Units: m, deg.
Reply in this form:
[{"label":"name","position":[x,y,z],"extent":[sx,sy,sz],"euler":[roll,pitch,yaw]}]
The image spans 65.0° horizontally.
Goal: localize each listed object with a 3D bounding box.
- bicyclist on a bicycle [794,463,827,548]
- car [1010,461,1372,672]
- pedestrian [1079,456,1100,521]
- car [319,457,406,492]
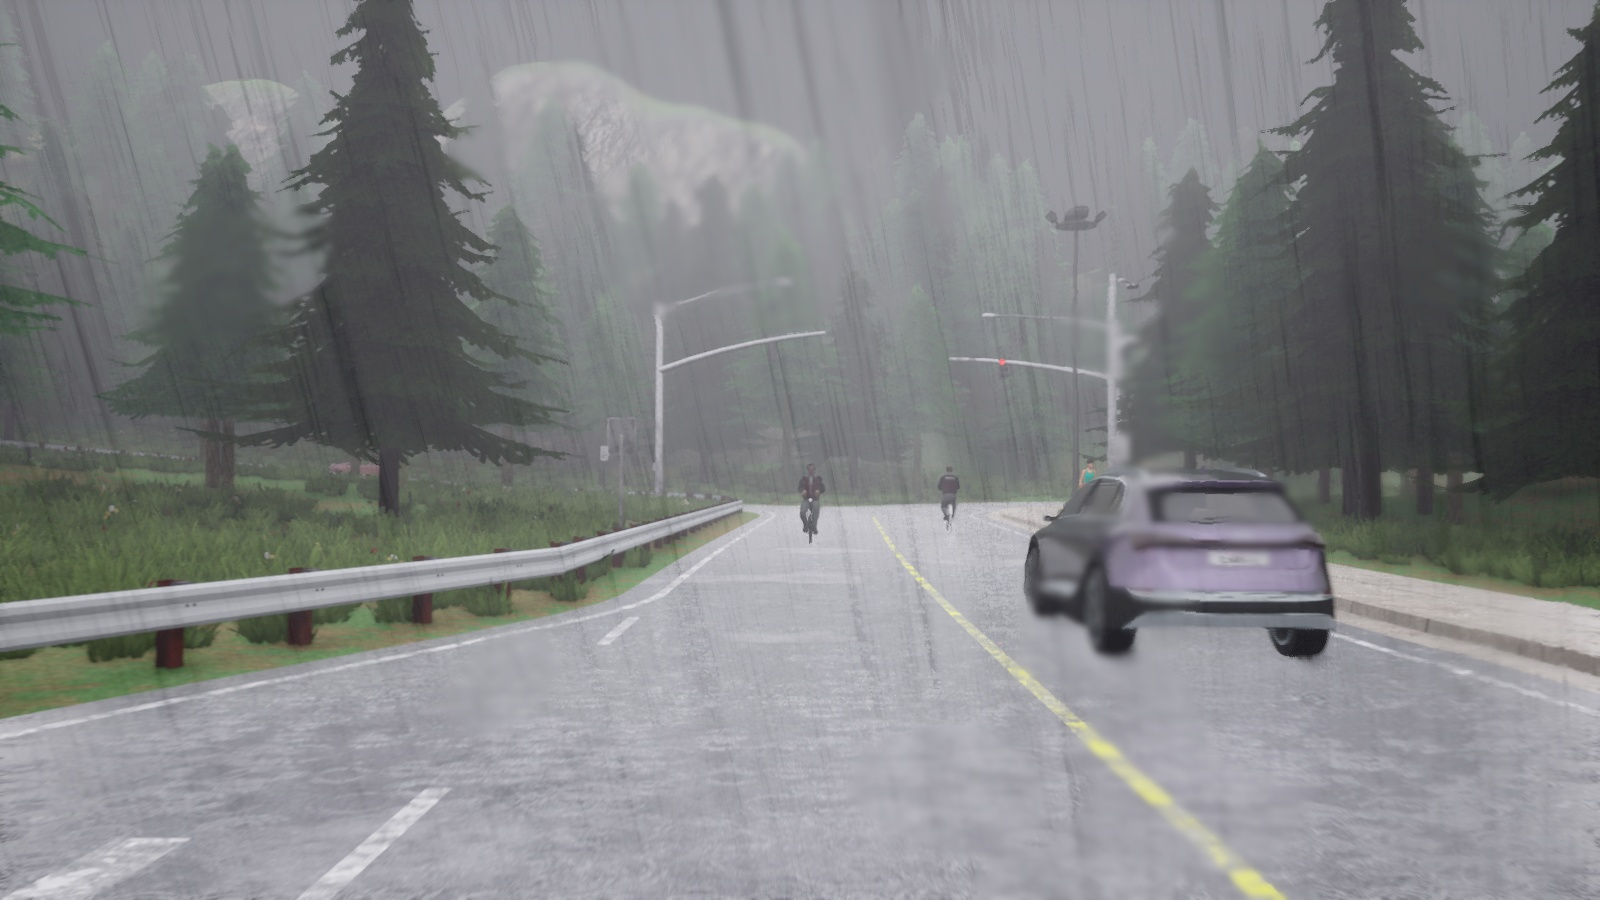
[{"label":"bicyclist on a bicycle","position":[0.237,1.183,27.307],"extent":[0.659,1.776,1.843],"euler":[0,-1,2]},{"label":"car","position":[3.482,0.957,12.312],"extent":[2.033,1.649,4.856],"euler":[0,-1,0]},{"label":"pedestrian","position":[8.225,1.095,35.720],"extent":[0.345,1.836,0.594],"euler":[0,-1,-14]},{"label":"car","position":[-21.850,1.220,62.865],"extent":[3.633,1.501,1.845],"euler":[3,-2,-3]}]
